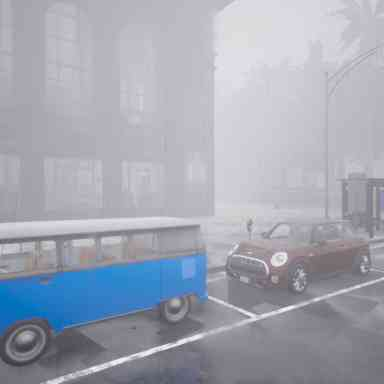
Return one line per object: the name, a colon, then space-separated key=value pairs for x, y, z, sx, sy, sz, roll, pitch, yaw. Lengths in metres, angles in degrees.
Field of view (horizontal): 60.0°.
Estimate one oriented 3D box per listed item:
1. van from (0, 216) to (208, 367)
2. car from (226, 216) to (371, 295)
van: x=-1.622 y=1.341 z=5.492 sx=3.998 sy=1.788 sz=1.690 roll=0 pitch=0 yaw=-35
car: x=2.801 y=1.439 z=8.636 sx=4.097 sy=1.590 sz=1.967 roll=0 pitch=0 yaw=-35
